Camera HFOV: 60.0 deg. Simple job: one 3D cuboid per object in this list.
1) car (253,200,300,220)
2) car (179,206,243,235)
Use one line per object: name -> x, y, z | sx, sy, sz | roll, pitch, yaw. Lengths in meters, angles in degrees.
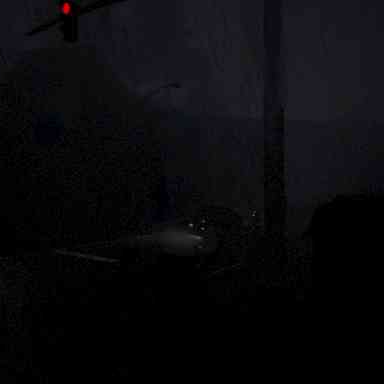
car -> 6.602, 1.376, 25.660 | 1.837, 1.490, 4.892 | 0, 0, 43
car -> 1.145, 1.507, 18.711 | 1.994, 1.385, 4.181 | 0, 0, 37
